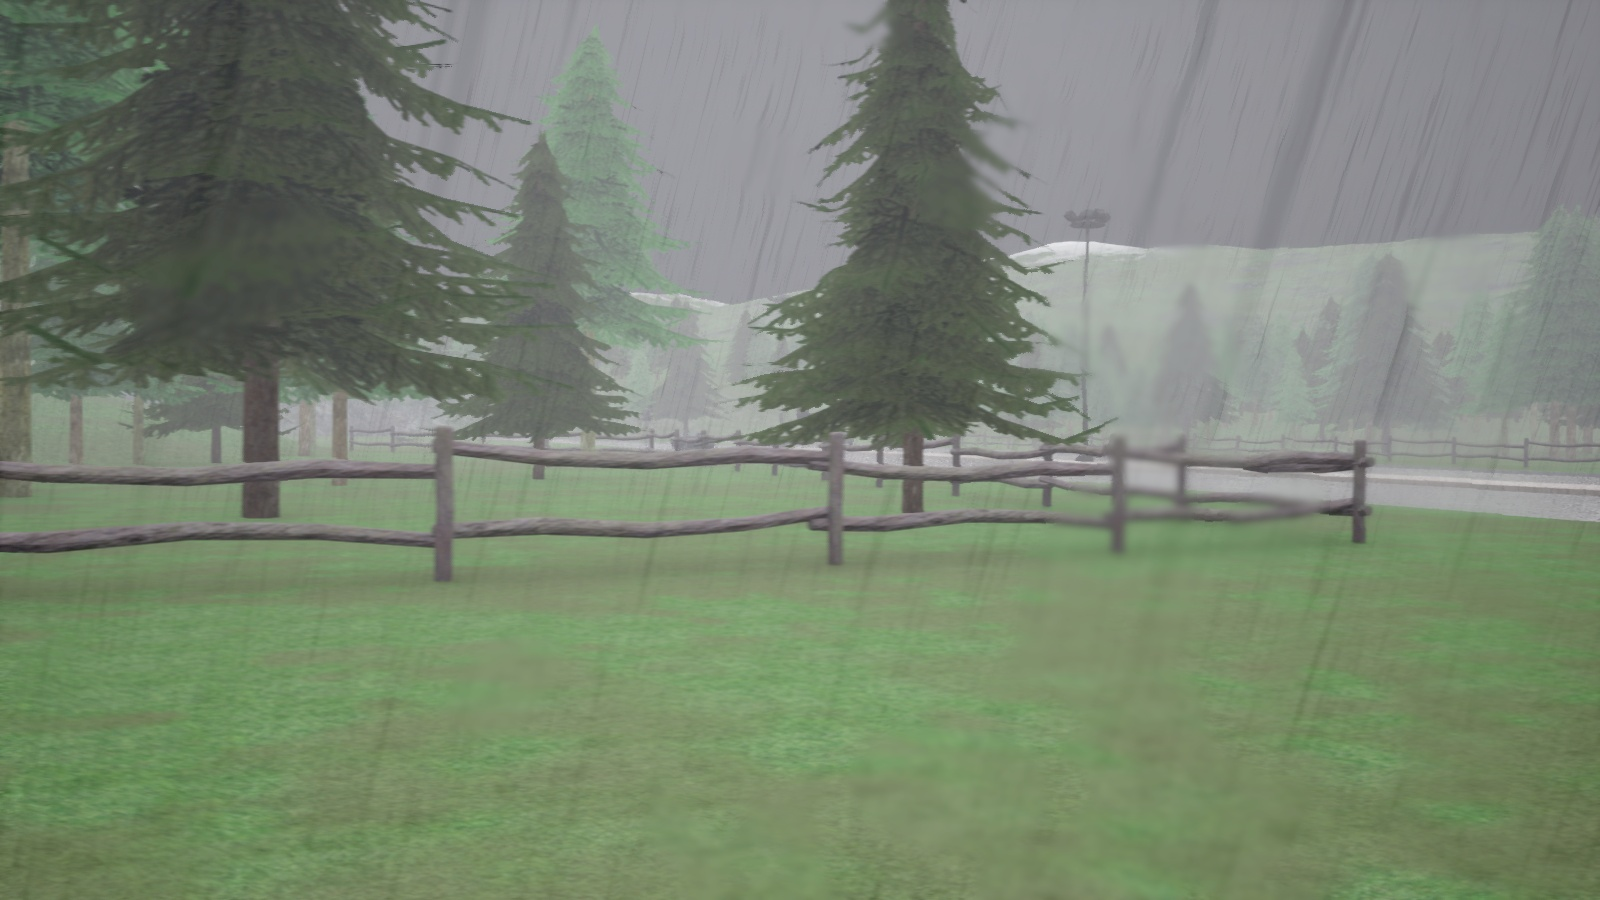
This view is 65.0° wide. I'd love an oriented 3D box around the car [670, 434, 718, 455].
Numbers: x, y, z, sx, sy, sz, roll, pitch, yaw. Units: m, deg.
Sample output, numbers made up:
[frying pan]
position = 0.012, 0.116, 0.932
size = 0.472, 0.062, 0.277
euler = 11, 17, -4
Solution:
[car]
position = -6.926, -0.357, 81.803
size = 1.895, 1.301, 4.718
euler = -1, 1, -20
